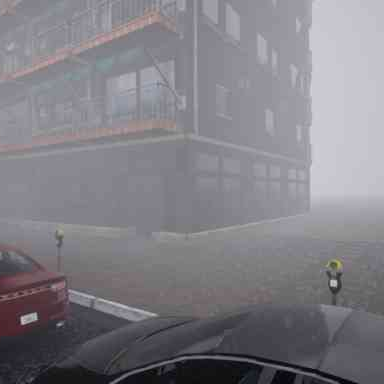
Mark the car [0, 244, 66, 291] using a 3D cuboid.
[{"bbox_3d":[-3.978,1.545,5.712,4.507,1.381,1.887,0,0,35],"label":"car"}]

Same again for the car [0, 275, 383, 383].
[{"bbox_3d":[0.611,1.566,2.439,4.313,1.339,1.947,0,0,35],"label":"car"}]
